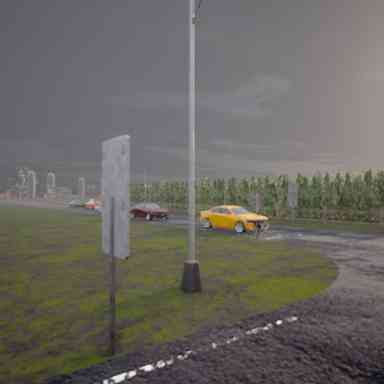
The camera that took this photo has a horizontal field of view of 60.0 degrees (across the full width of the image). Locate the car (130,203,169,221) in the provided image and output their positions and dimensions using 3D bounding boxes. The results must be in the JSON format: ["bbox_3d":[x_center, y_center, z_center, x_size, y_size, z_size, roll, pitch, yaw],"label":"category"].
[{"bbox_3d":[-3.900,1.719,30.181,1.882,1.535,5.008,0,-1,-35],"label":"car"}]

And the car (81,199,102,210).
[{"bbox_3d":[-14.999,1.825,51.502,2.097,1.767,4.553,0,-1,-35],"label":"car"}]

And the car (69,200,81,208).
[{"bbox_3d":[-20.741,2.131,59.829,1.994,1.385,4.181,0,-1,-35],"label":"car"}]

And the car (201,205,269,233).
[{"bbox_3d":[2.557,1.616,20.826,1.882,1.535,5.008,0,-1,-35],"label":"car"}]

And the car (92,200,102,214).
[{"bbox_3d":[-9.588,1.935,38.456,1.895,1.301,4.718,0,-1,-34],"label":"car"}]
